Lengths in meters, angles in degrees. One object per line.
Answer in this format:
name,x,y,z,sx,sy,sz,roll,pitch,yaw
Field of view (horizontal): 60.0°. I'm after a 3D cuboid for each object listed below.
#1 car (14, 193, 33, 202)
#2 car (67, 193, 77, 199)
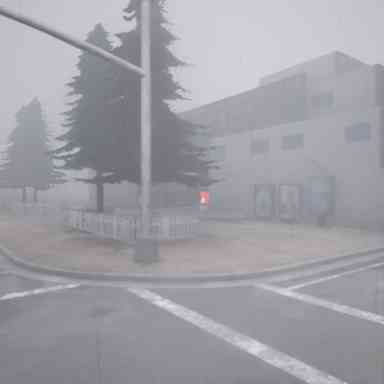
car,-32.983,1.238,65.046,1.845,1.501,3.633,0,0,-37
car,-31.963,1.078,88.756,1.845,1.501,3.633,0,0,-37
